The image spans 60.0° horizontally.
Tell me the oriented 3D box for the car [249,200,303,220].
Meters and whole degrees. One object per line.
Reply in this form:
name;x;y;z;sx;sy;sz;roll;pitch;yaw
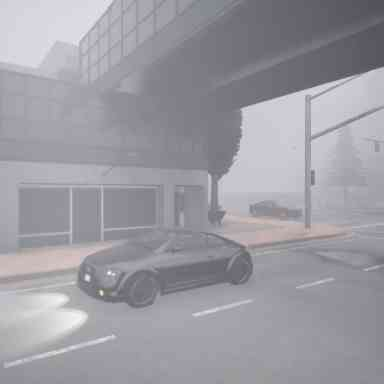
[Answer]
car;7.144;1.478;28.707;1.882;1.535;5.008;0;0;-36

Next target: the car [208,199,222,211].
car;1.274;1.478;36.861;1.882;1.535;5.008;0;0;-36

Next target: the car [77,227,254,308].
car;-0.505;1.564;7.937;4.181;1.385;1.994;0;0;-36
